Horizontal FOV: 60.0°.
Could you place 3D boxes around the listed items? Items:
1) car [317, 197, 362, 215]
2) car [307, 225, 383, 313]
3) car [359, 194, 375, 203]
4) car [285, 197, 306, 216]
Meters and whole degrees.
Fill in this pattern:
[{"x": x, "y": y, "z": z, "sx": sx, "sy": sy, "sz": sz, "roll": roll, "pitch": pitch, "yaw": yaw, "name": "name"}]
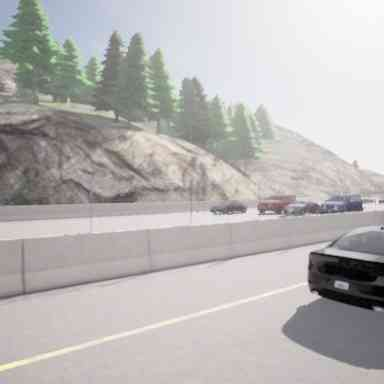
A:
[{"x": 13.263, "y": 1.229, "z": 29.318, "sx": 5.566, "sy": 2.045, "sz": 2.150, "roll": 0, "pitch": 0, "yaw": -45, "name": "car"}, {"x": 4.569, "y": 1.478, "z": 7.357, "sx": 5.008, "sy": 1.535, "sz": 1.882, "roll": 0, "pitch": 0, "yaw": -38, "name": "car"}, {"x": 35.486, "y": 1.353, "z": 67.259, "sx": 2.097, "sy": 1.767, "sz": 4.553, "roll": 0, "pitch": 0, "yaw": 37, "name": "car"}, {"x": 10.513, "y": 1.507, "z": 31.549, "sx": 4.902, "sy": 1.511, "sz": 2.128, "roll": 0, "pitch": 0, "yaw": -45, "name": "car"}]
